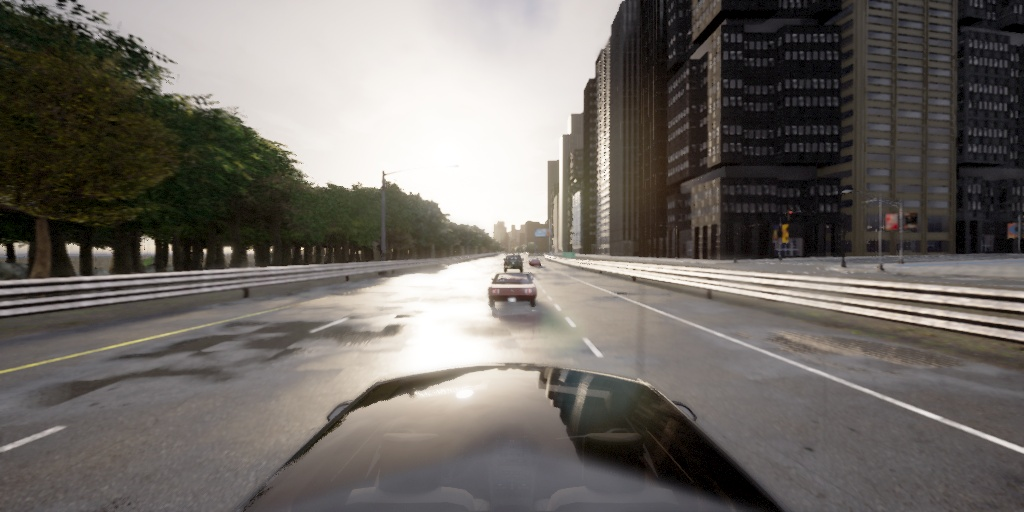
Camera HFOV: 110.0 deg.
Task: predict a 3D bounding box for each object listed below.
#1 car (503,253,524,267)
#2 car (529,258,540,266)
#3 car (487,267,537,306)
[{"bbox_3d":[0.170,0.855,41.571,2.150,2.045,5.566,0,0,0],"label":"car"},{"bbox_3d":[4.016,1.054,64.013,1.994,1.385,4.181,0,1,1],"label":"car"},{"bbox_3d":[0.020,1.331,15.523,1.895,1.301,4.718,0,0,0],"label":"car"}]
